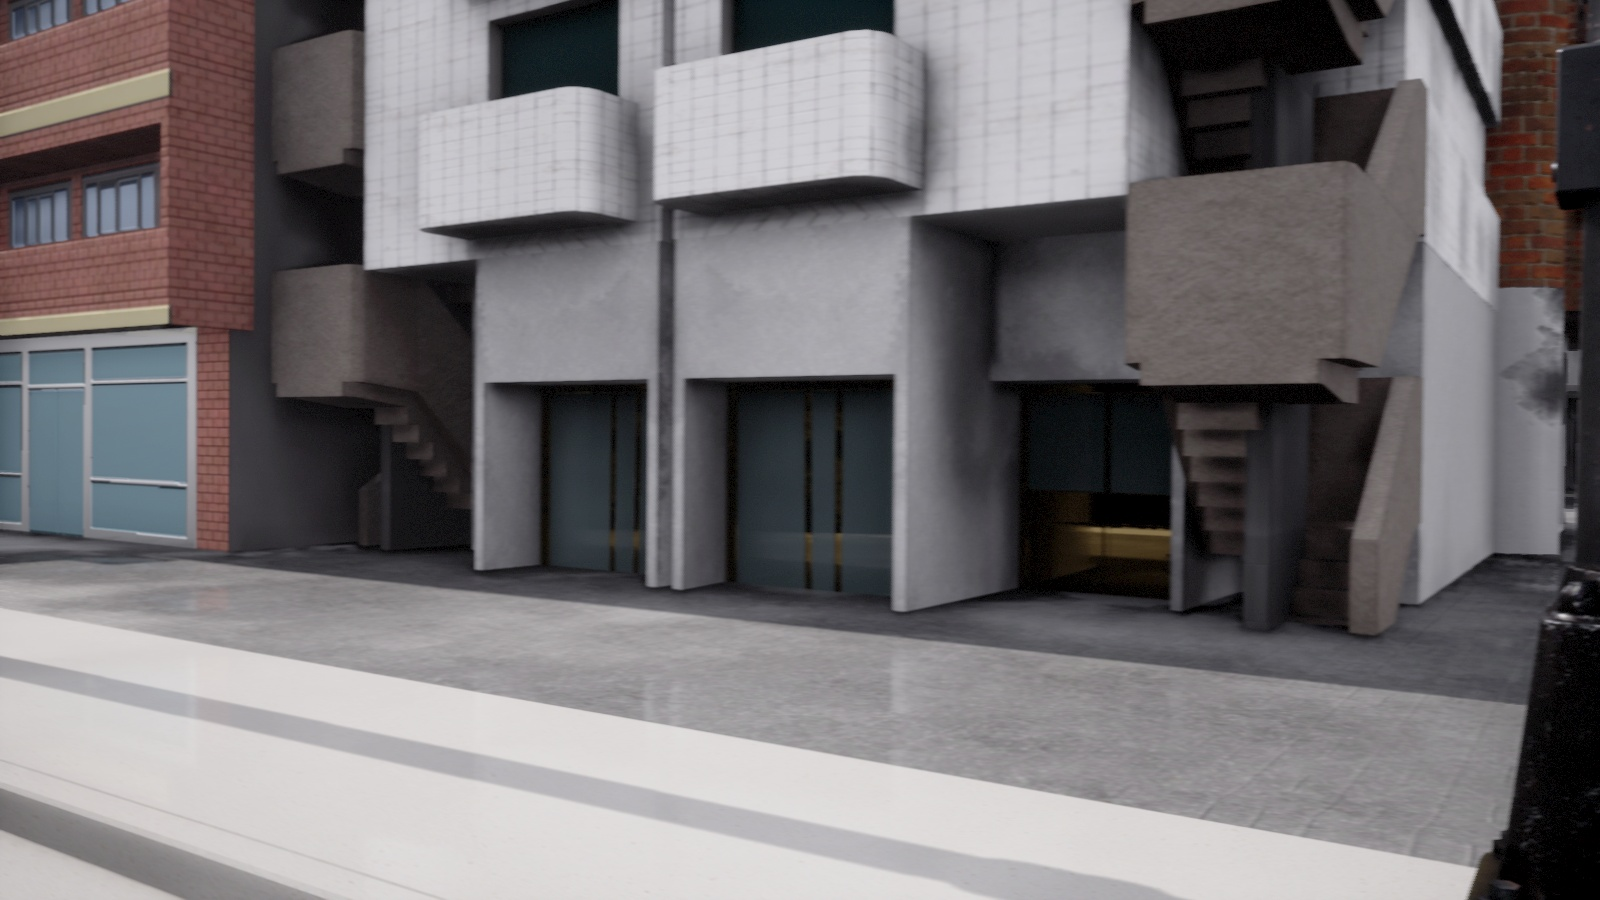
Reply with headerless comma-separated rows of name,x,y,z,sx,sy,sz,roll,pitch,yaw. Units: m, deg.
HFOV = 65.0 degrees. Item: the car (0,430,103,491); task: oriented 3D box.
car,-22.660,0.297,35.519,2.242,1.667,4.611,0,1,33
